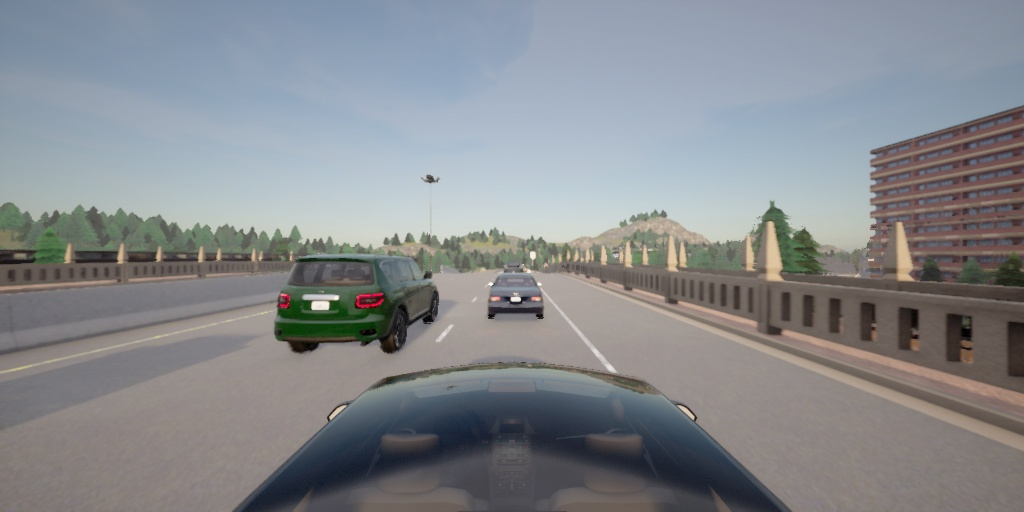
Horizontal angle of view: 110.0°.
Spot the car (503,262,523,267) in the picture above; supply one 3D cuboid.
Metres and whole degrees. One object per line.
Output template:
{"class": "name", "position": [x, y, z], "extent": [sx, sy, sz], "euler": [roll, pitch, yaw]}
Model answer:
{"class": "car", "position": [0.145, 1.281, 34.879], "extent": [2.128, 1.511, 4.902], "euler": [0, 0, 0]}

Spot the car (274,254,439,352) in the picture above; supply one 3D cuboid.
{"class": "car", "position": [-3.391, 0.978, 9.033], "extent": [2.150, 2.045, 5.566], "euler": [0, 0, 0]}

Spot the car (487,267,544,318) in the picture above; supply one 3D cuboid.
{"class": "car", "position": [0.113, 1.311, 12.984], "extent": [2.033, 1.411, 5.357], "euler": [0, 0, 0]}

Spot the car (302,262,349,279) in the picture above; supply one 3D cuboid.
{"class": "car", "position": [-17.464, 1.287, 33.906], "extent": [1.837, 1.490, 4.892], "euler": [0, 0, 0]}

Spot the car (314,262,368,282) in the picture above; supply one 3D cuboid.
{"class": "car", "position": [-13.979, 1.267, 29.753], "extent": [2.128, 1.511, 4.902], "euler": [0, 0, 0]}
